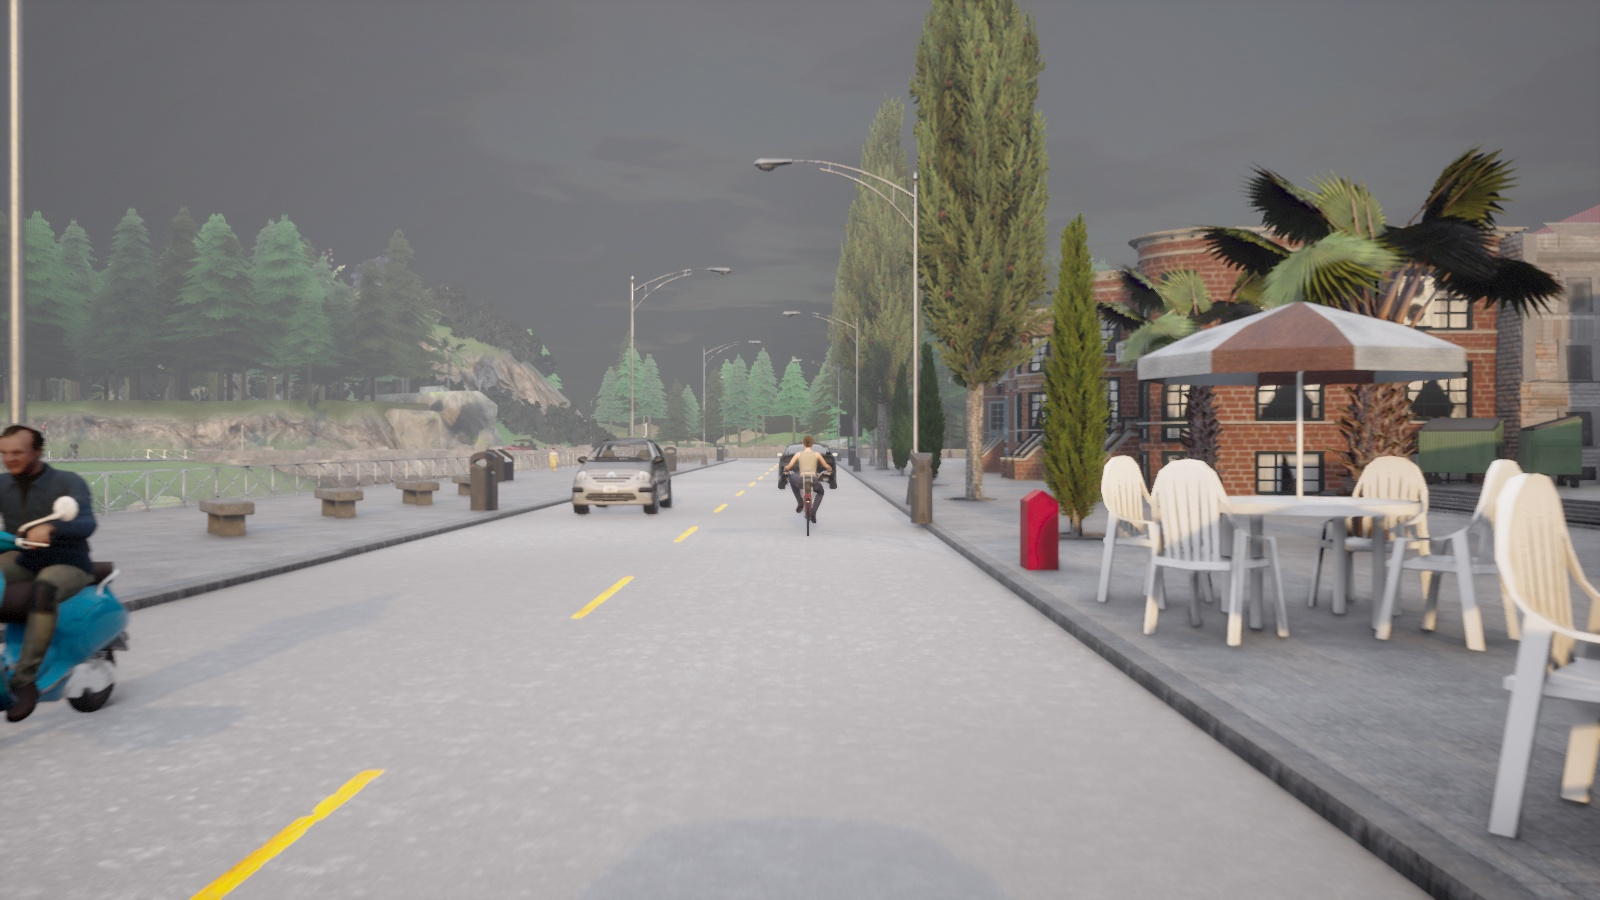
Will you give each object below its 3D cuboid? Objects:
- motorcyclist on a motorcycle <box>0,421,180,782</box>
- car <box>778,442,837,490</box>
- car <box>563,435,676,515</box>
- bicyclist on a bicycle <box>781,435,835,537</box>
[{"bbox_3d":[-3.949,0.662,6.199,0.866,1.590,1.817,0,0,0],"label":"motorcyclist on a motorcycle"},{"bbox_3d":[0.250,0.485,42.434,1.882,1.535,5.008,0,0,0],"label":"car"},{"bbox_3d":[-3.832,0.488,27.309,1.851,1.617,3.988,0,0,0],"label":"car"},{"bbox_3d":[0.130,0.566,20.696,0.866,1.612,1.509,0,0,0],"label":"bicyclist on a bicycle"}]
